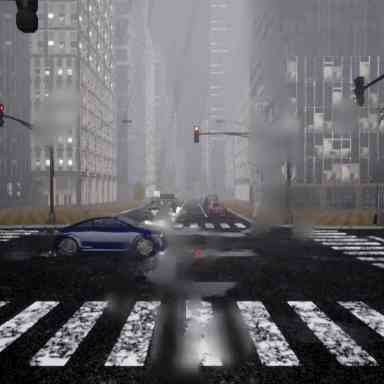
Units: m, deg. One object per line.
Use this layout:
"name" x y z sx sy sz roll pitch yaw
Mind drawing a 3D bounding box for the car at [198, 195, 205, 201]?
"car" 2.391 1.473 87.539 1.752 1.417 4.829 -1 0 0

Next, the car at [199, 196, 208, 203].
"car" 2.422 1.507 70.795 1.887 1.381 4.507 -1 0 0

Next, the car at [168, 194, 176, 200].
"car" -5.500 1.383 92.854 1.967 1.590 4.097 -1 0 0

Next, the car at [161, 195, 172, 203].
"car" -5.459 1.402 70.755 1.967 1.590 4.097 -1 0 0

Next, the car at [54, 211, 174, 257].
"car" -2.868 1.559 12.400 4.181 1.385 1.994 0 0 0

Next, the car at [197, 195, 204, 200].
"car" 2.381 1.488 92.893 1.887 1.381 4.507 -1 0 0

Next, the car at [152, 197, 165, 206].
"car" -5.426 1.557 54.182 1.802 1.307 4.206 -1 0 0

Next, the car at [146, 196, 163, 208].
"car" -5.418 1.418 48.657 1.967 1.590 4.097 -1 0 0

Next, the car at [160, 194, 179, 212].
"car" -2.922 1.205 39.501 2.150 2.045 5.566 0 0 0

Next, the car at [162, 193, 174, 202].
"car" -5.471 1.273 76.280 2.192 1.841 5.009 -1 0 0

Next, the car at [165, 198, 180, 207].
"car" -2.934 1.578 50.623 1.895 1.301 4.718 0 0 0

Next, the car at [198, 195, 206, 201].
"car" 2.402 1.535 81.844 1.802 1.307 4.206 -1 0 0

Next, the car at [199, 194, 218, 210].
"car" 2.459 1.297 43.172 2.192 1.841 5.009 -1 0 0

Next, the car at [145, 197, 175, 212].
"car" -2.908 1.480 28.788 2.128 1.511 4.902 0 0 0

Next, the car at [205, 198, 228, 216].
"car" 2.462 1.569 32.123 1.802 1.307 4.206 -1 0 0
